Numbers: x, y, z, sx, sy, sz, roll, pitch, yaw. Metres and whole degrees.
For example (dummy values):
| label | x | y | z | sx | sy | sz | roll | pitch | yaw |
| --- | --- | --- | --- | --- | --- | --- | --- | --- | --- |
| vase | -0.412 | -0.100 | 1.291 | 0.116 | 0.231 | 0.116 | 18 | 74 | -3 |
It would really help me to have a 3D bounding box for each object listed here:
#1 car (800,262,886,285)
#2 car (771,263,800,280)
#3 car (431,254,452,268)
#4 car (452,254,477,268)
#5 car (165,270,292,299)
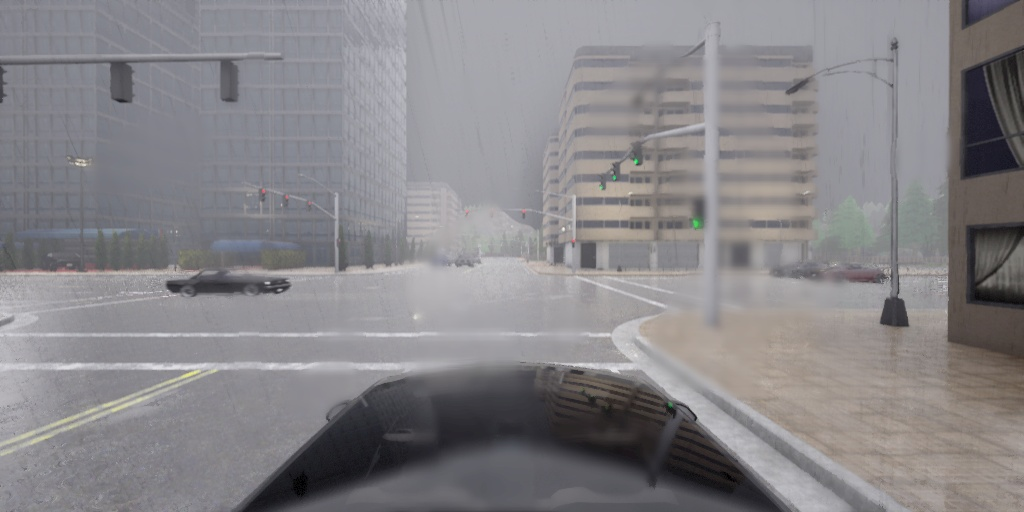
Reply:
| label | x | y | z | sx | sy | sz | roll | pitch | yaw |
| --- | --- | --- | --- | --- | --- | --- | --- | --- | --- |
| car | 22.717 | 1.198 | 24.471 | 4.181 | 1.385 | 1.994 | 0 | 0 | 0 |
| car | 22.758 | 1.180 | 27.971 | 4.181 | 1.385 | 1.994 | 0 | 0 | 0 |
| car | -10.550 | 0.710 | 53.701 | 2.150 | 2.045 | 5.566 | 0 | 0 | 0 |
| car | -7.050 | 0.708 | 53.772 | 2.150 | 2.045 | 5.566 | 0 | 0 | 1 |
| car | -13.265 | 1.297 | 17.031 | 4.718 | 1.301 | 1.895 | 0 | 0 | -1 |
